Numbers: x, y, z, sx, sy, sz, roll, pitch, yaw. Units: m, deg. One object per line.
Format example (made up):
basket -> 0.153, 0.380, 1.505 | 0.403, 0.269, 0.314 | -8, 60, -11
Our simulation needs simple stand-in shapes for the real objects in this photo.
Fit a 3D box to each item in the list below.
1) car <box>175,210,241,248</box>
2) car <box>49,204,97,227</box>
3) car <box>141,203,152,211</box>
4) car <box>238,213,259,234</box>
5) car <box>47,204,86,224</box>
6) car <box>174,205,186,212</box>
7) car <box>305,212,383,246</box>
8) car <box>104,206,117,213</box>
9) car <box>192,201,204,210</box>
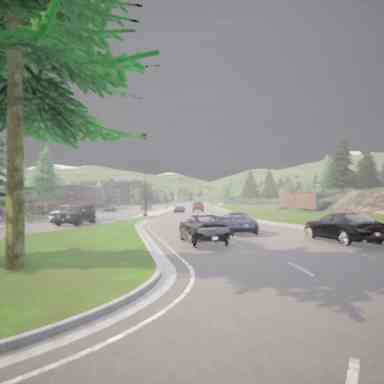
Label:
car -> 0.538, 1.937, 17.369 | 2.128, 1.511, 4.902 | -1, -2, -12
car -> -11.507, 2.305, 33.275 | 2.150, 2.045, 5.566 | -1, -2, 8
car -> -10.249, 3.318, 74.774 | 2.097, 1.767, 4.553 | -1, -1, 1
car -> 2.981, 2.098, 22.610 | 1.994, 1.385, 4.181 | -1, -1, -12
car -> -14.454, 2.495, 38.648 | 2.150, 2.045, 5.566 | -1, -1, 3
car -> -2.285, 3.232, 63.043 | 1.994, 1.385, 4.181 | -1, -2, 1
car -> 7.696, 1.779, 17.018 | 1.882, 1.535, 5.008 | -1, -2, -11
car -> -17.295, 3.653, 70.377 | 1.994, 1.385, 4.181 | -1, -1, 1
car -> 1.257, 2.918, 66.997 | 2.150, 2.045, 5.566 | -1, -2, 1
